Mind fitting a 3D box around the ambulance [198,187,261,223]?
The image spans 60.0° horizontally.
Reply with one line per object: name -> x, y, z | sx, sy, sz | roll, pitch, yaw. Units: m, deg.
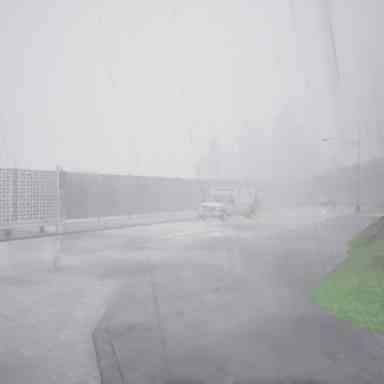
ambulance -> 2.903, 0.852, 24.964 | 2.351, 2.431, 6.366 | 1, 1, 36

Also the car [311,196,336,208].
car -> 18.282, 1.351, 45.984 | 4.674, 1.442, 1.812 | 0, 0, -44
